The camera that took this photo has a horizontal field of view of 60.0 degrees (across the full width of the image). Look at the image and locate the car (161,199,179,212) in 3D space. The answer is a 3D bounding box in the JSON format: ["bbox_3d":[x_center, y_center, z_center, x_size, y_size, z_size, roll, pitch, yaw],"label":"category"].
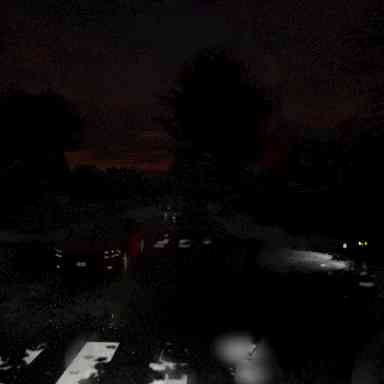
[{"bbox_3d":[-2.720,1.701,41.880,2.128,1.511,4.902,0,0,0],"label":"car"}]

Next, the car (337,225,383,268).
[{"bbox_3d":[7.231,1.697,11.269,4.181,1.385,1.994,1,1,3],"label":"car"}]

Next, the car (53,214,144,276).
[{"bbox_3d":[-2.739,1.524,10.737,1.882,1.535,5.008,1,0,0],"label":"car"}]
